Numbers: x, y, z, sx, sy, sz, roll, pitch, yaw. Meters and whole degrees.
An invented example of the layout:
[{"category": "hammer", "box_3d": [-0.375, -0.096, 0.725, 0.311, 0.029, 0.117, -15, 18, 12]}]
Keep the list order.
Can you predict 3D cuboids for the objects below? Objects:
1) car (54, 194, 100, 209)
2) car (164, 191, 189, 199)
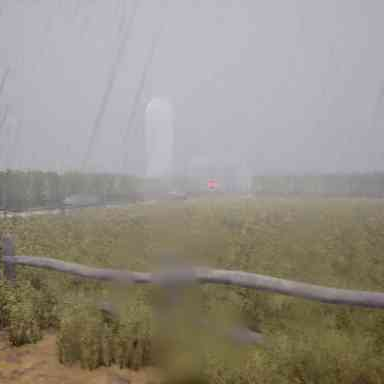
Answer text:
[{"category": "car", "box_3d": [-11.025, 0.990, 32.193, 2.128, 1.511, 4.902, 0, 2, 27]}, {"category": "car", "box_3d": [-1.945, 0.632, 43.479, 1.837, 1.490, 4.892, 0, 2, 25]}]
